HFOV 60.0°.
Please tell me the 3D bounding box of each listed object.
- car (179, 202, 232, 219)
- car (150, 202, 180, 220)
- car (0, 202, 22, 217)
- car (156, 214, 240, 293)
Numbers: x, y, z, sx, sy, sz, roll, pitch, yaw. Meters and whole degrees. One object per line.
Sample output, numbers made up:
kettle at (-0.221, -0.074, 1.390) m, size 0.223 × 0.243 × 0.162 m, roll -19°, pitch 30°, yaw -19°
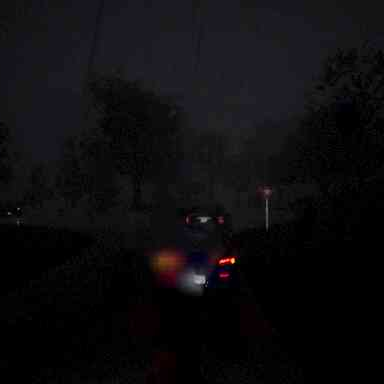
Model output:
car at (0.982, 1.380, 17.814) m, size 2.097 × 1.767 × 4.553 m, roll 0°, pitch 0°, yaw 11°
car at (-0.843, 1.517, 26.633) m, size 5.008 × 1.535 × 1.882 m, roll 0°, pitch 1°, yaw -16°
car at (-17.813, 1.650, 32.514) m, size 1.895 × 1.301 × 4.718 m, roll 0°, pitch 0°, yaw -29°
car at (0.138, 1.539, 8.746) m, size 1.812 × 1.442 × 4.674 m, roll 0°, pitch 0°, yaw 1°
